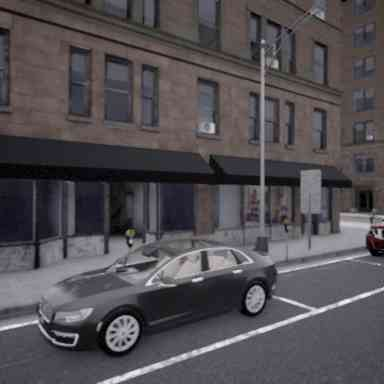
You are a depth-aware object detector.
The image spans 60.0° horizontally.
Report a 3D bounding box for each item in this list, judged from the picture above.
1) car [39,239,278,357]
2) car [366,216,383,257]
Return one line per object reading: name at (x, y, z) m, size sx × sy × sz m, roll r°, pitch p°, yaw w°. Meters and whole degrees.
car at (-0.329, 1.572, 5.960) m, size 4.403 × 1.369 × 2.008 m, roll 0°, pitch 0°, yaw -36°
car at (8.474, 1.408, 12.263) m, size 5.009 × 1.841 × 2.192 m, roll 0°, pitch 0°, yaw -36°
